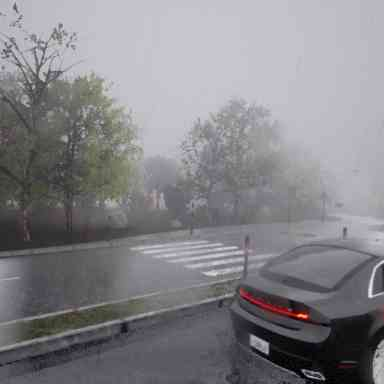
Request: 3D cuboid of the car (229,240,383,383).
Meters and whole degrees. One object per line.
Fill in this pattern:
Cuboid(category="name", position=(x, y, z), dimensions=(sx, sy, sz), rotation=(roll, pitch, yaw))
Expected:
Cuboid(category="car", position=(2.818, 1.517, 5.188), dimensions=(4.892, 1.490, 1.837), rotation=(0, 0, -33))
